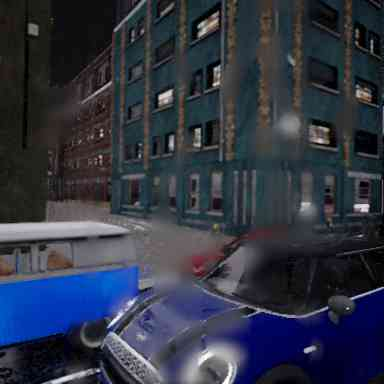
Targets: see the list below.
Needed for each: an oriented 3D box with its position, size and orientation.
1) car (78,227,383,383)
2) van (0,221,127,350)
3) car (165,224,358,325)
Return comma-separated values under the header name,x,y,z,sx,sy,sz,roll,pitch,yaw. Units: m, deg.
name,x,y,z,sx,sy,sz,roll,pitch,yaw
car,1.207,1.397,4.238,4.553,1.767,2.097,1,-1,-35
van,-2.700,1.347,4.622,3.998,1.788,1.690,1,0,-35
car,1.792,1.625,7.830,4.507,1.381,1.887,1,0,-35
